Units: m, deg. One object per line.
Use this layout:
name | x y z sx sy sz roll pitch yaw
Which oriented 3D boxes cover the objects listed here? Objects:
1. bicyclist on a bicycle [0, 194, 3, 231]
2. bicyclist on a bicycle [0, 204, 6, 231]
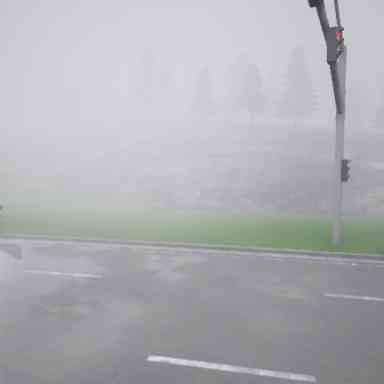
bicyclist on a bicycle | -8.866 0.918 14.098 0.582 1.620 1.656 2 1 7
bicyclist on a bicycle | -8.429 0.929 14.044 0.582 1.620 1.656 1 1 7
